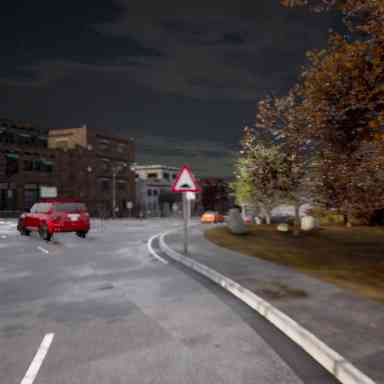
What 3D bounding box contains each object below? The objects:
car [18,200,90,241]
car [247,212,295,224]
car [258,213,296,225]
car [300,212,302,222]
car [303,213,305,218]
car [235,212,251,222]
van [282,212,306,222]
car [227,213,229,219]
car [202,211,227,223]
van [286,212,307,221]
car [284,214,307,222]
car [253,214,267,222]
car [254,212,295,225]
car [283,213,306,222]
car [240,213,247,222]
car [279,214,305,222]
[{"bbox_3d":[-7.712,1.466,18.452,2.150,2.045,5.566,1,-1,-44],"label":"car"},{"bbox_3d":[9.835,3.290,41.366,4.892,1.521,2.231,-1,-5,22],"label":"car"},{"bbox_3d":[11.904,3.708,46.454,4.892,1.521,2.231,-1,-5,22],"label":"car"},{"bbox_3d":[13.784,4.116,51.621,5.366,1.575,1.946,-1,-4,22],"label":"car"},{"bbox_3d":[18.073,4.931,61.740,4.674,1.452,2.002,-1,-4,22],"label":"car"},{"bbox_3d":[10.132,4.937,65.555,2.097,1.767,4.553,-1,-4,22],"label":"car"},{"bbox_3d":[21.269,5.208,69.361,4.442,1.987,1.878,-1,-4,22],"label":"van"},{"bbox_3d":[6.391,4.373,56.285,2.128,1.511,4.902,-1,-4,22],"label":"car"},{"bbox_3d":[3.069,3.553,47.750,2.097,1.767,4.553,-1,-4,22],"label":"car"},{"bbox_3d":[24.142,5.721,77.101,4.442,1.987,1.878,-1,-4,22],"label":"van"},{"bbox_3d":[23.212,5.780,74.493,4.892,1.521,2.231,-1,-4,22],"label":"car"},{"bbox_3d":[13.311,5.057,64.743,1.837,1.490,4.892,-1,-4,22],"label":"car"},{"bbox_3d":[10.865,3.500,43.912,5.008,1.535,2.097,-1,-5,22],"label":"car"},{"bbox_3d":[22.208,5.493,72.079,4.553,1.767,2.185,-1,-4,22],"label":"car"},{"bbox_3d":[9.559,4.426,55.450,1.994,1.385,4.181,-1,-4,22],"label":"car"},{"bbox_3d":[20.157,5.285,66.829,4.792,1.488,2.163,-1,-4,22],"label":"car"}]
